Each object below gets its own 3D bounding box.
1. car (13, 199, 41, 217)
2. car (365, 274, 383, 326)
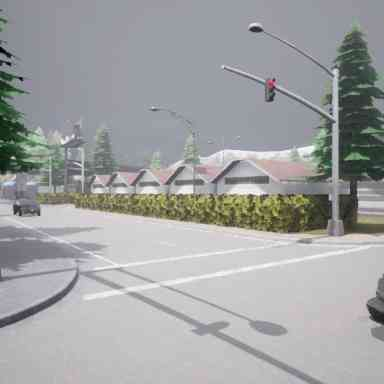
[{"bbox_3d":[-15.591,1.428,31.337,1.837,1.490,4.892,0,0,-36],"label":"car"},{"bbox_3d":[4.864,1.580,3.505,2.033,1.411,5.357,0,0,-36],"label":"car"}]
